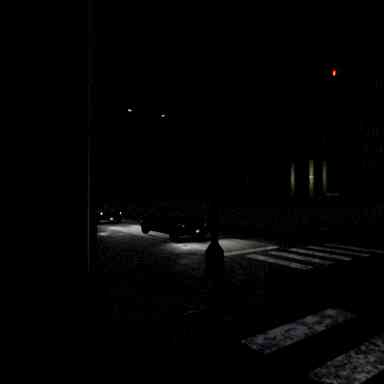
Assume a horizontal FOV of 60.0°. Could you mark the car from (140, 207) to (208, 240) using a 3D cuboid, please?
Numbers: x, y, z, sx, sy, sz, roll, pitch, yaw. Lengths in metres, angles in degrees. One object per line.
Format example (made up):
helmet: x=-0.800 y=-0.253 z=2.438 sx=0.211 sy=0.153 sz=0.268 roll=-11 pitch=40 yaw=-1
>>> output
car: x=-1.101 y=1.532 z=17.312 sx=1.812 sy=1.442 sz=4.674 roll=0 pitch=0 yaw=-36

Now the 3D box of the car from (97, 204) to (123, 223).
car: x=-7.026 y=1.610 z=25.522 sx=1.895 sy=1.301 sz=4.718 roll=0 pitch=0 yaw=-36
